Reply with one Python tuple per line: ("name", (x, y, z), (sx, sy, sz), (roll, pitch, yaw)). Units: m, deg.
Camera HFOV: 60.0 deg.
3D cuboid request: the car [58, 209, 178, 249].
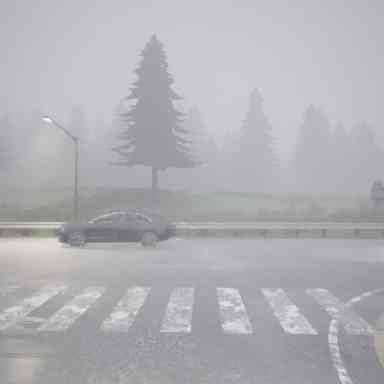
("car", (-3.035, 1.492, 13.975), (4.902, 1.511, 2.128), (0, 0, 1))
